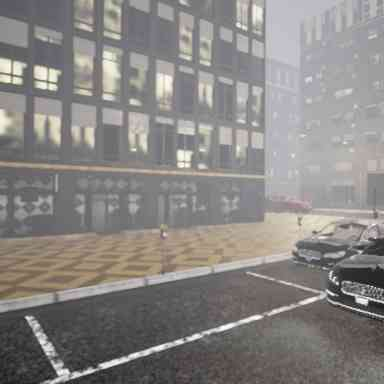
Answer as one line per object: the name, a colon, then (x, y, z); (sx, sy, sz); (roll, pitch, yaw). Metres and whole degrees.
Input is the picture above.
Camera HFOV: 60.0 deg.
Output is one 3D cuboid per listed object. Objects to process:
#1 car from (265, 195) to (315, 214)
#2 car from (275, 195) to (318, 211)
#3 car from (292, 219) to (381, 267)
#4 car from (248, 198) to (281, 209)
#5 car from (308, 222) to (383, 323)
car: (9.605, 1.259, 33.577); (2.192, 1.841, 5.009); (0, 0, -35)
car: (13.383, 1.352, 42.902); (2.192, 1.841, 5.009); (0, 0, -35)
car: (4.851, 1.523, 10.012); (4.403, 1.369, 2.008); (0, 1, -36)
car: (10.240, 1.610, 47.472); (2.008, 1.369, 4.403); (0, 0, -35)
car: (4.675, 1.484, 6.649); (4.892, 1.490, 1.837); (0, 0, -35)
